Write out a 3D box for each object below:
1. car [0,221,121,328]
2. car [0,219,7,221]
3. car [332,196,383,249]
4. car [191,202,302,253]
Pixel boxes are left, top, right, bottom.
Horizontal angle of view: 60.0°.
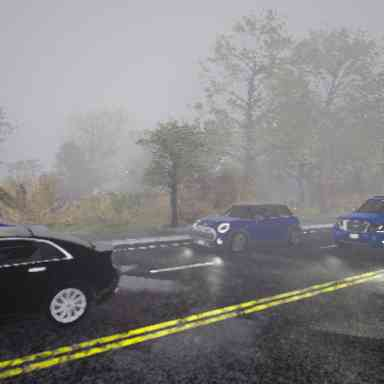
[{"bbox_3d":[-3.572,1.356,5.177,4.892,1.490,1.837,1,1,-34],"label":"car"},{"bbox_3d":[-5.865,1.252,7.540,5.008,1.535,1.882,1,1,-36],"label":"car"},{"bbox_3d":[7.854,1.194,12.963,5.566,2.045,2.150,1,1,-34],"label":"car"},{"bbox_3d":[2.188,1.210,13.036,4.553,1.767,2.097,1,1,-34],"label":"car"}]
